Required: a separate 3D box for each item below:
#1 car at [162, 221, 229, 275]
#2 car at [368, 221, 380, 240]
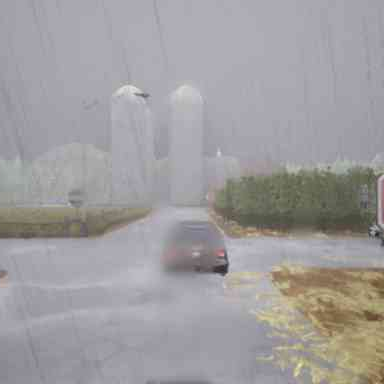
[{"bbox_3d":[0.091,1.642,10.774,2.033,1.411,5.357,0,0,0],"label":"car"},{"bbox_3d":[10.728,1.612,15.279,4.902,1.511,2.128,0,-1,-1],"label":"car"}]
